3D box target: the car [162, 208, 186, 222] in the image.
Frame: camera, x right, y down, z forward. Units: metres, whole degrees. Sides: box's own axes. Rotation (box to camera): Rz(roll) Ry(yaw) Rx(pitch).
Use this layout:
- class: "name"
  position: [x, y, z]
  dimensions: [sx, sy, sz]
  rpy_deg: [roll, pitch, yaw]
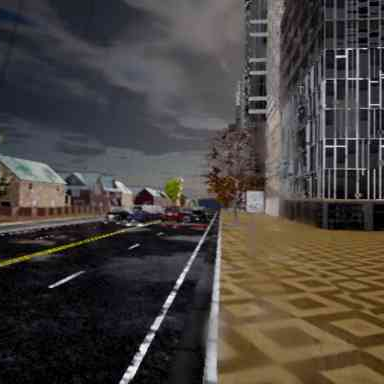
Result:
- class: "car"
  position: [-2.368, 2.755, 41.330]
  dimensions: [2.097, 1.767, 4.553]
  rpy_deg: [1, -2, 6]

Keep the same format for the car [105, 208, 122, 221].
- class: "car"
  position: [-9.077, 2.763, 40.710]
  dimensions: [2.128, 1.511, 4.902]
  rpy_deg: [1, -2, 6]

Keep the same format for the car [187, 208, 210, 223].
- class: "car"
  position: [0.822, 2.917, 40.255]
  dimensions: [1.837, 1.490, 4.892]
  rpy_deg: [1, -2, 5]

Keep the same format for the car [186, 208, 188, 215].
- class: "car"
  position: [-0.767, 3.639, 59.516]
  dimensions: [2.033, 1.411, 5.357]
  rpy_deg: [1, -2, 7]

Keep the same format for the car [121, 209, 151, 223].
- class: "car"
  position: [-6.037, 2.783, 38.352]
  dimensions: [2.033, 1.411, 5.357]
  rpy_deg: [1, -2, 5]
